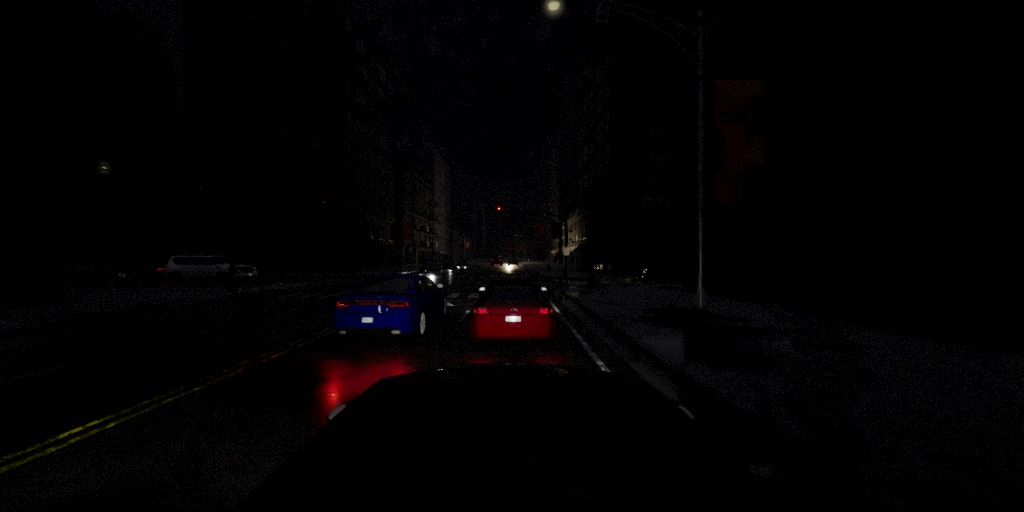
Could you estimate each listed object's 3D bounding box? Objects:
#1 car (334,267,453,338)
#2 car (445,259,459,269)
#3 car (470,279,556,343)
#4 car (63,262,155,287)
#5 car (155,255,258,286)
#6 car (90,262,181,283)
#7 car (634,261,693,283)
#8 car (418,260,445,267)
[{"bbox_3d":[-3.119,1.228,10.203,1.882,1.535,5.008,0,0,0],"label":"car"},{"bbox_3d":[-9.662,1.250,53.761,1.837,1.490,4.892,0,0,0],"label":"car"},{"bbox_3d":[0.031,1.314,9.674,1.994,1.385,4.181,0,0,0],"label":"car"},{"bbox_3d":[-25.346,1.172,22.531,4.097,1.591,1.967,0,0,0],"label":"car"},{"bbox_3d":[-20.920,0.965,25.001,5.566,2.045,2.150,0,0,2],"label":"car"},{"bbox_3d":[-29.329,1.244,28.043,4.902,1.511,2.128,0,0,1],"label":"car"},{"bbox_3d":[12.006,1.142,28.058,4.553,1.767,2.097,0,0,1],"label":"car"},{"bbox_3d":[-9.708,1.349,42.554,1.895,1.301,4.718,0,0,0],"label":"car"}]
